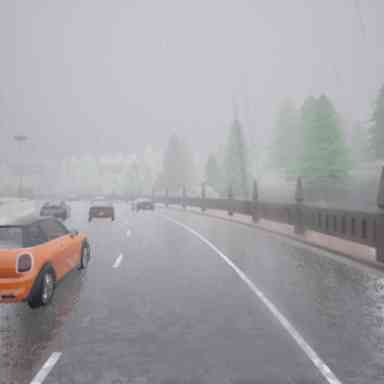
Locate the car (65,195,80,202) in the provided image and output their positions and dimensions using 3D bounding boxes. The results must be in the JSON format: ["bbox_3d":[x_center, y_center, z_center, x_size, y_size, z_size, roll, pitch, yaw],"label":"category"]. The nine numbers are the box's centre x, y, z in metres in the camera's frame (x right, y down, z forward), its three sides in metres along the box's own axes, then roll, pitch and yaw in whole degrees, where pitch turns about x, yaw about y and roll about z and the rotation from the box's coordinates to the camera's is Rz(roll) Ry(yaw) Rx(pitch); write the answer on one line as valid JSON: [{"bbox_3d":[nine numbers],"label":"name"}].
[{"bbox_3d":[-24.941,1.292,68.770,1.882,1.535,5.008,0,0,-40],"label":"car"}]

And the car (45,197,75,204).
[{"bbox_3d":[-10.753,1.449,26.319,2.128,1.511,4.902,0,0,-15],"label":"car"}]

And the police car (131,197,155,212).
[{"bbox_3d":[-5.603,1.328,37.353,1.930,1.638,5.238,0,0,-20],"label":"police car"}]

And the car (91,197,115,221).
[{"bbox_3d":[-7.245,1.420,26.722,1.882,1.535,5.008,0,0,-15],"label":"car"}]

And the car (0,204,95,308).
[{"bbox_3d":[-3.958,1.342,7.996,2.097,1.767,4.553,0,0,-4],"label":"car"}]
